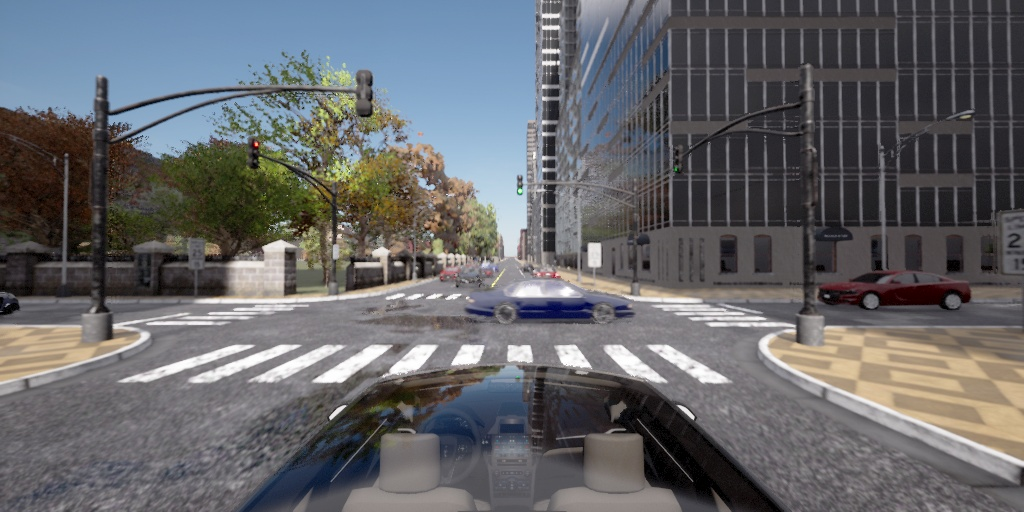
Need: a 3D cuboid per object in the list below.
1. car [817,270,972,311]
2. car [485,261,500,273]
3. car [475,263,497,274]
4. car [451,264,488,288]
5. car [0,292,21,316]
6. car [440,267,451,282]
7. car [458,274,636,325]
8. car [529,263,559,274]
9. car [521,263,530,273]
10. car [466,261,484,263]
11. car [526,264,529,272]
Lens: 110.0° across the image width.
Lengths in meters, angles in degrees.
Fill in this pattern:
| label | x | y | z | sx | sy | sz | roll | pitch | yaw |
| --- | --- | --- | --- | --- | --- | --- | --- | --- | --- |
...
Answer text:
| label | x | y | z | sx | sy | sz | roll | pitch | yaw |
| --- | --- | --- | --- | --- | --- | --- | --- | --- | --- |
| car | 15.342 | 1.333 | 14.588 | 5.008 | 1.535 | 1.882 | -1 | -1 | 1 |
| car | -3.069 | 1.932 | 57.720 | 1.812 | 1.442 | 4.674 | 0 | -1 | 0 |
| car | -3.118 | 1.775 | 40.789 | 1.994 | 1.385 | 4.181 | 0 | -1 | 0 |
| car | -3.112 | 1.556 | 27.189 | 1.837 | 1.490 | 4.892 | 0 | -1 | 0 |
| car | -19.791 | 1.490 | 12.223 | 4.181 | 1.385 | 1.994 | 0 | -1 | 1 |
| car | -5.708 | 1.679 | 34.228 | 1.888 | 1.381 | 4.507 | 0 | 0 | 0 |
| car | 1.148 | 1.419 | 11.788 | 5.357 | 1.411 | 2.033 | 0 | -1 | 1 |
| car | 2.676 | 1.506 | 28.556 | 1.967 | 1.591 | 4.097 | 0 | 0 | 0 |
| car | 2.660 | 1.963 | 56.959 | 1.948 | 1.339 | 4.313 | 0 | 0 | 0 |
| car | -5.718 | 1.649 | 51.276 | 2.192 | 1.841 | 5.009 | 0 | 0 | 0 |
| car | 2.673 | 1.700 | 34.236 | 1.948 | 1.339 | 4.313 | 0 | 0 | 0 |
